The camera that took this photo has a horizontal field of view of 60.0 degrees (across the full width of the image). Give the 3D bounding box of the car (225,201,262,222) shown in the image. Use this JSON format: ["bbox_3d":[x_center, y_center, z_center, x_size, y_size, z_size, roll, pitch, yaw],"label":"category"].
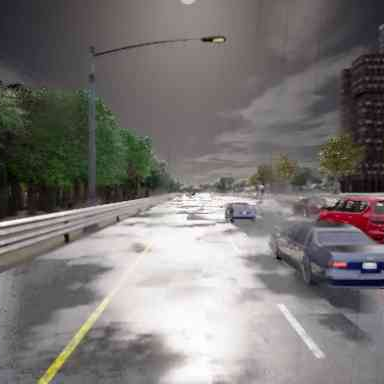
[{"bbox_3d":[3.595,1.480,25.282,2.033,1.411,5.357,0,0,0],"label":"car"}]

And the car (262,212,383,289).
[{"bbox_3d":[3.591,1.532,9.225,2.033,1.411,5.357,0,0,0],"label":"car"}]

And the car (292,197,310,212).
[{"bbox_3d":[10.593,1.265,29.829,2.097,1.767,4.553,0,0,0],"label":"car"}]

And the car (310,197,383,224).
[{"bbox_3d":[7.097,1.193,13.775,2.150,2.045,5.566,0,0,0],"label":"car"}]

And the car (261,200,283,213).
[{"bbox_3d":[7.095,1.433,31.181,1.812,1.442,4.674,0,0,0],"label":"car"}]
